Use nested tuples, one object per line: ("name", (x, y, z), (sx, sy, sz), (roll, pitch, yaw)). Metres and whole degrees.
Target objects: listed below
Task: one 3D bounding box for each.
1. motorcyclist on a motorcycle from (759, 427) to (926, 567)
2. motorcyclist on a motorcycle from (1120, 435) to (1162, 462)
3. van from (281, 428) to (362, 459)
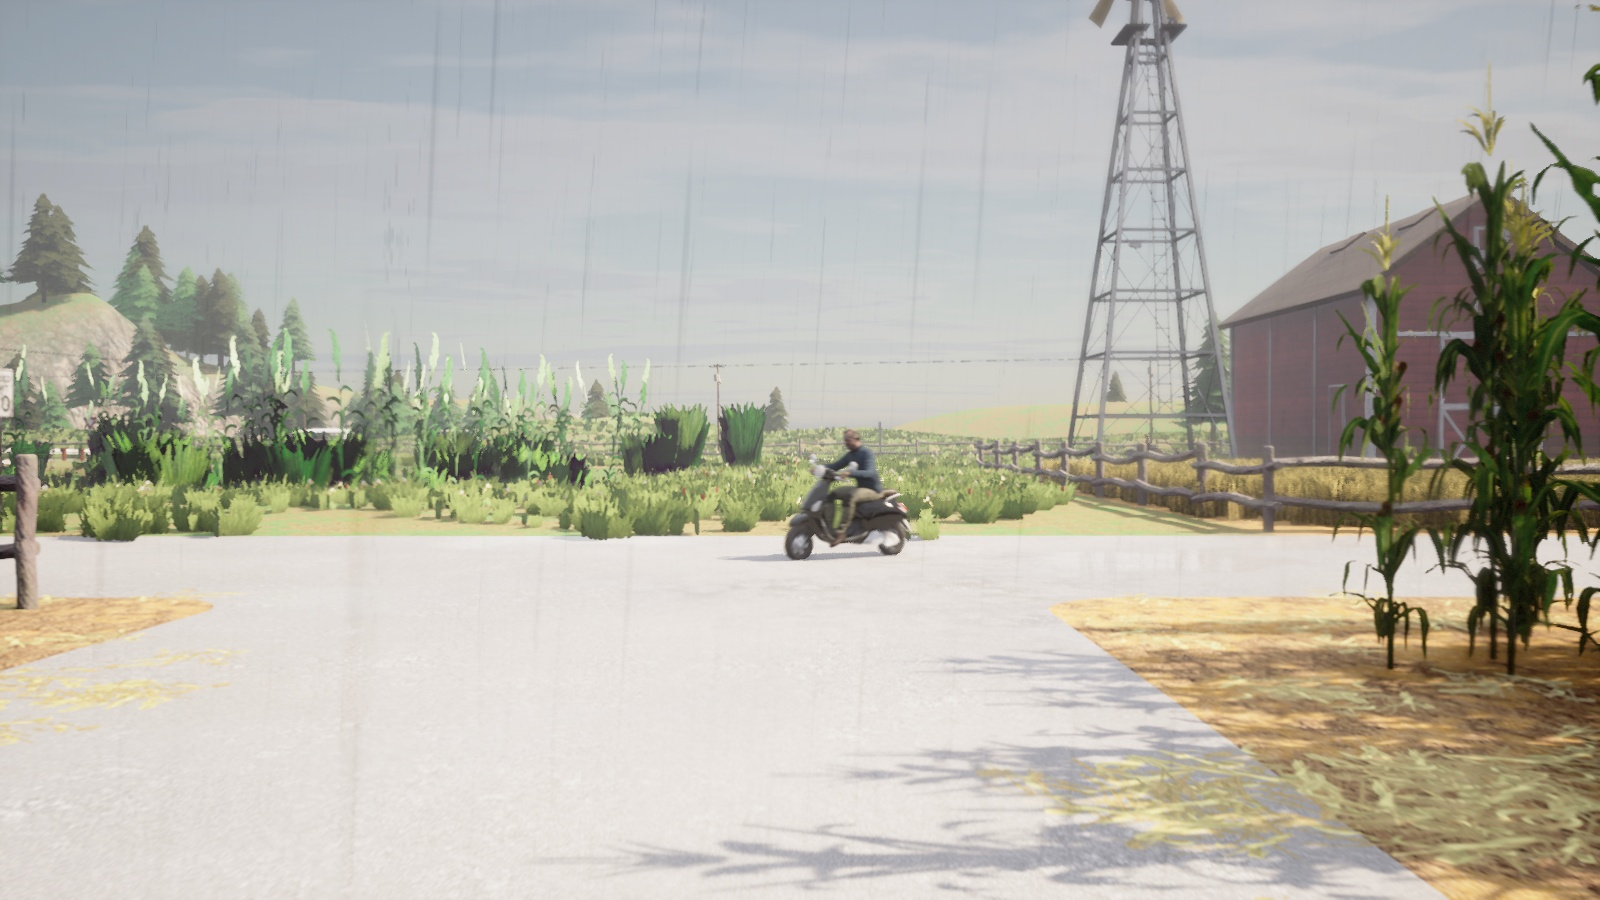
("motorcyclist on a motorcycle", (0.524, 0.534, 15.334), (1.817, 1.590, 0.866), (0, 3, -30))
("motorcyclist on a motorcycle", (20.788, -0.113, 76.554), (2.350, 1.649, 0.766), (0, 1, 6))
("van", (-31.154, -0.437, 81.837), (4.480, 2.038, 2.069), (0, 1, 6))
